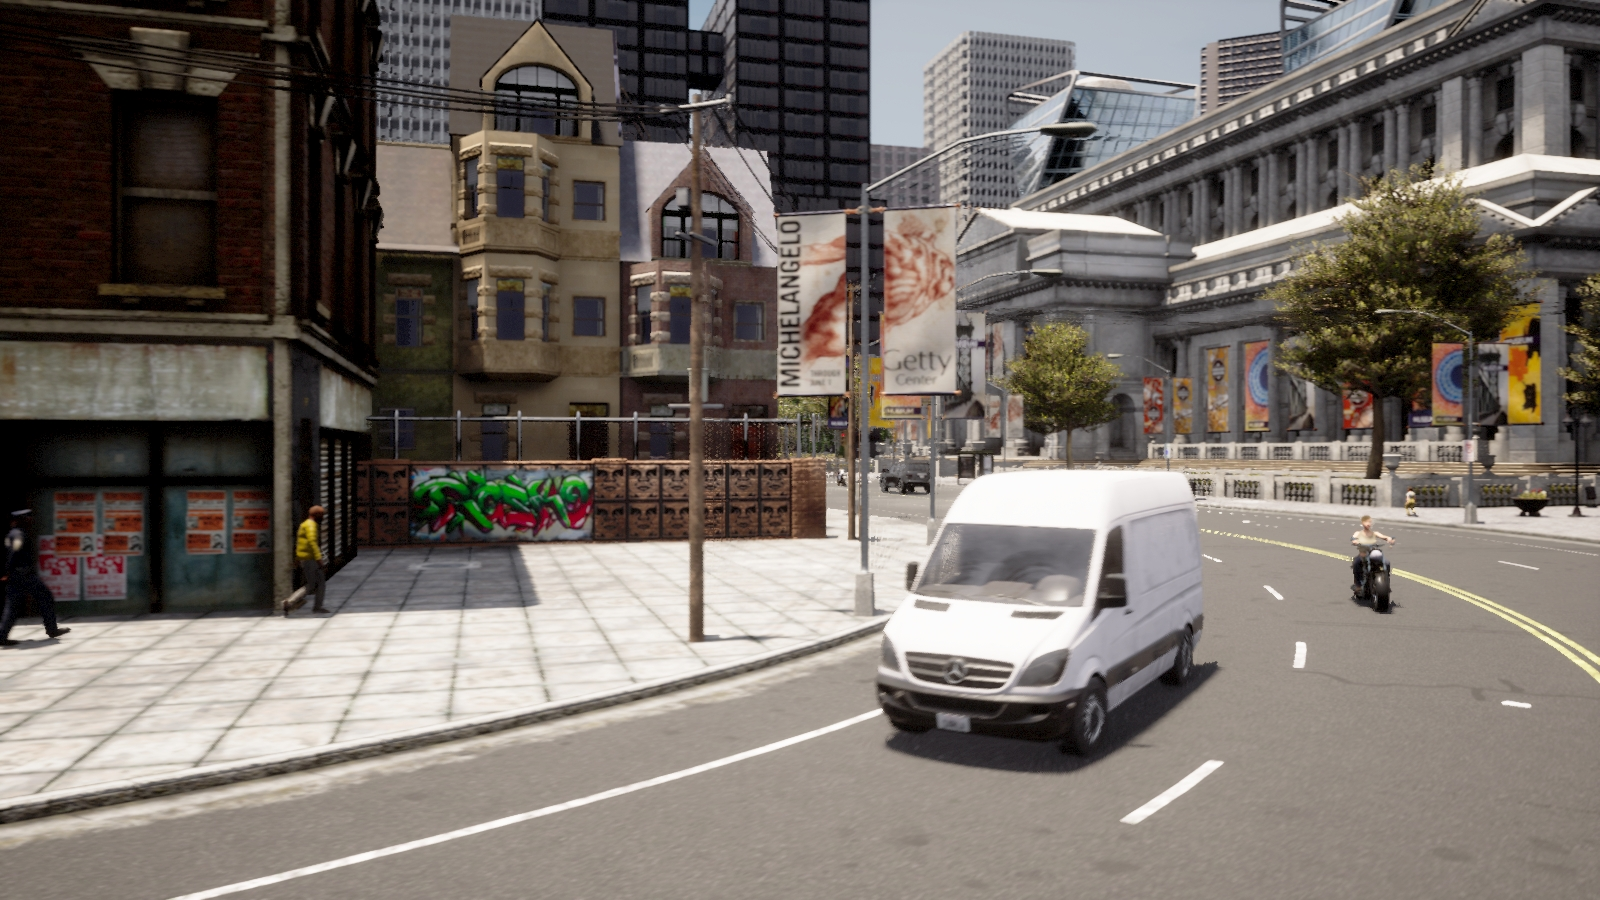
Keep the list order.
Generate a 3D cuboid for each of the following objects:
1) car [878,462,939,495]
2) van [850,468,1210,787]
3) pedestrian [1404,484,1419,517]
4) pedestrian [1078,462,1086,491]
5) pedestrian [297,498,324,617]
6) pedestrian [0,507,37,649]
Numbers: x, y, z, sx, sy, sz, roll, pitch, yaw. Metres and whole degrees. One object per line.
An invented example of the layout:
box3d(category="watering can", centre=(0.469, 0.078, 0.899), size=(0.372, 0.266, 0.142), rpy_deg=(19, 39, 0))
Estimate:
box3d(category="car", centre=(7.072, 1.807, 74.992), size=(2.150, 2.045, 5.566), rpy_deg=(0, 0, -15))
box3d(category="van", centre=(2.857, 1.539, 12.623), size=(1.988, 2.561, 5.915), rpy_deg=(0, 0, 31))
box3d(category="pedestrian", centre=(24.261, 1.989, 45.309), size=(0.375, 1.300, 0.375), rpy_deg=(0, 0, -13))
box3d(category="pedestrian", centre=(18.244, 1.723, 73.855), size=(0.375, 1.860, 0.375), rpy_deg=(0, 0, -17))
box3d(category="pedestrian", centre=(-7.837, 1.707, 18.290), size=(0.375, 1.860, 0.375), rpy_deg=(0, 0, -26))
box3d(category="pedestrian", centre=(-10.559, 1.706, 15.400), size=(0.375, 1.860, 0.375), rpy_deg=(0, 0, 44))
